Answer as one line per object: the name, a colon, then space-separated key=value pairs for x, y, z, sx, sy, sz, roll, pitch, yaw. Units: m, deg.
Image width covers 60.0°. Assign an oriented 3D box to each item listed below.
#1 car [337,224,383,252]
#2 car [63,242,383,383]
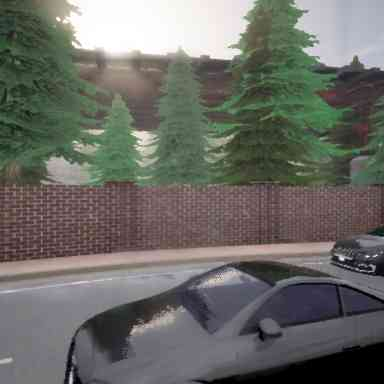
car: x=6.307 y=1.505 z=9.297 sx=4.892 sy=1.490 sz=1.837 roll=0 pitch=0 yaw=-13
car: x=0.736 y=1.564 z=3.819 sx=4.181 sy=1.385 sz=1.994 roll=0 pitch=0 yaw=-21
